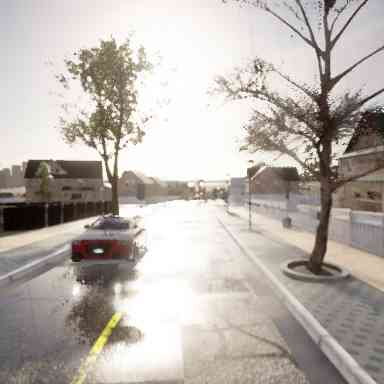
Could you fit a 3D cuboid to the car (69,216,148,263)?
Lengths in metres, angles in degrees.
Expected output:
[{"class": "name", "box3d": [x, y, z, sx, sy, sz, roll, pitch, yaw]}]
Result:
[{"class": "car", "box3d": [-2.775, 1.567, 11.894, 1.994, 1.385, 4.181, 0, 0, 1]}]

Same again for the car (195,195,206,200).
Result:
[{"class": "car", "box3d": [2.756, 1.562, 89.715, 2.150, 2.045, 5.566, 0, -1, 3]}]
